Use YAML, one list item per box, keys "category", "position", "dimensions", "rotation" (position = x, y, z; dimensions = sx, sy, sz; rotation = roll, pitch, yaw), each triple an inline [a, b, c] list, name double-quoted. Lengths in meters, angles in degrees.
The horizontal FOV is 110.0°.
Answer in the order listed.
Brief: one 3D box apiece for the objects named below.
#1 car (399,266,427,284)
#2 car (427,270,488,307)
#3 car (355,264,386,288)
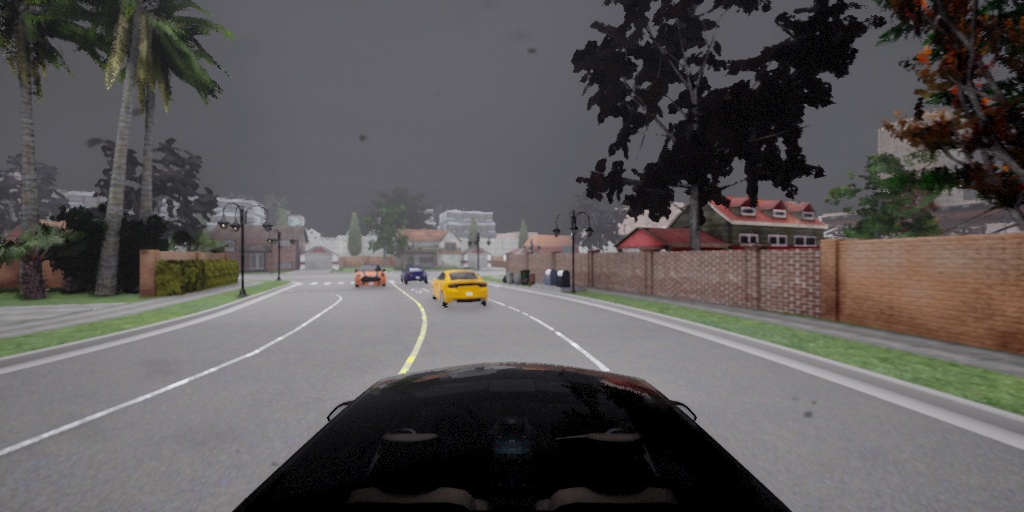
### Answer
- category: "car"
  position: [-8.342, 1.588, 30.520]
  dimensions: [1.812, 1.442, 4.674]
  rotation: [0, 0, -23]
- category: "car"
  position: [-2.557, 1.382, 16.676]
  dimensions: [1.882, 1.535, 5.008]
  rotation: [0, 0, -20]
- category: "car"
  position: [-10.770, 1.391, 27.249]
  dimensions: [2.097, 1.767, 4.553]
  rotation: [0, 0, -23]
